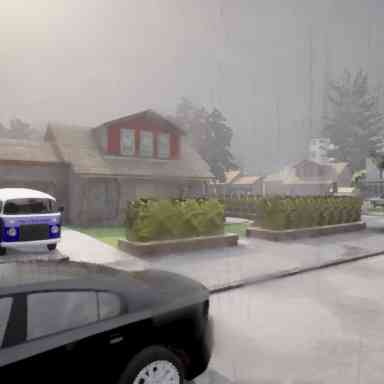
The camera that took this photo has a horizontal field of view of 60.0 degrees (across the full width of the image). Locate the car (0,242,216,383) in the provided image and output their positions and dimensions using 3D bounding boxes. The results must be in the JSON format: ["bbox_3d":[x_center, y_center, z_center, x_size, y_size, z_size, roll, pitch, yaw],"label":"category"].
[{"bbox_3d":[-2.061,1.477,3.110,5.008,1.535,1.882,0,0,-36],"label":"car"}]

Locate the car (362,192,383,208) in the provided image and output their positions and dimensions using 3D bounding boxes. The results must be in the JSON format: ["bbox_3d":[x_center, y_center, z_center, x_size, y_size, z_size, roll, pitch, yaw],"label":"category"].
[{"bbox_3d":[22.966,0.985,40.708,3.866,1.878,1.905,0,0,-1],"label":"car"}]
